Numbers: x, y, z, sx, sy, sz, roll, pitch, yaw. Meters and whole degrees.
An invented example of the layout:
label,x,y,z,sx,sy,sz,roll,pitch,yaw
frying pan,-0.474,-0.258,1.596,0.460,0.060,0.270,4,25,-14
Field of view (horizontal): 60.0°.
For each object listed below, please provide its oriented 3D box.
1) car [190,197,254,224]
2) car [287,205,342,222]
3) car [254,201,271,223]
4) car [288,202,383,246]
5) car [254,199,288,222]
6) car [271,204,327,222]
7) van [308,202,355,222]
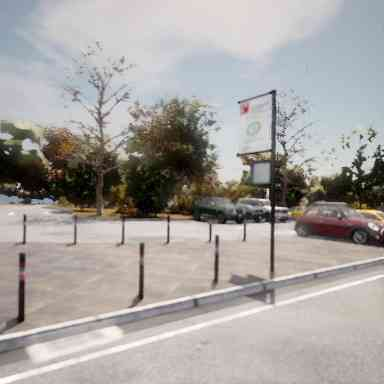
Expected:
label,x,y,z,sx,sy,sz,roll,pitch,yaw
car,2.058,1.483,27.682,2.435,2.045,5.566,2,-1,-36
car,13.138,2.253,35.948,1.946,1.575,5.366,3,-2,-36
car,4.197,1.822,29.264,2.231,1.521,4.892,2,-1,-36
car,7.476,1.540,16.528,2.185,1.767,4.553,2,-1,-36
car,6.475,1.665,30.891,2.435,2.045,5.566,2,-1,-36
car,10.980,2.138,34.395,1.946,1.575,5.366,3,-2,-36
van,15.589,2.158,37.339,1.878,1.987,4.442,3,-2,-36
